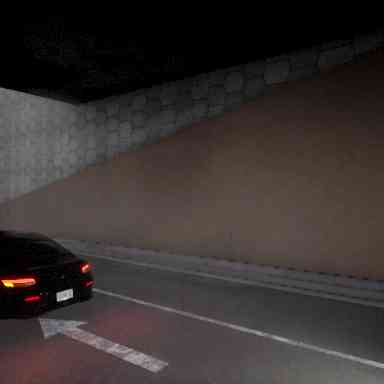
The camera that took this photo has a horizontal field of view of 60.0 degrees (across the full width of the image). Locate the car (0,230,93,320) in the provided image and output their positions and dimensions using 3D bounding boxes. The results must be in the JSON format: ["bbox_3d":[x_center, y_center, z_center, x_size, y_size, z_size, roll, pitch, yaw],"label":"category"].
[{"bbox_3d":[-3.955,1.526,6.793,4.674,1.442,1.812,0,0,36],"label":"car"}]
